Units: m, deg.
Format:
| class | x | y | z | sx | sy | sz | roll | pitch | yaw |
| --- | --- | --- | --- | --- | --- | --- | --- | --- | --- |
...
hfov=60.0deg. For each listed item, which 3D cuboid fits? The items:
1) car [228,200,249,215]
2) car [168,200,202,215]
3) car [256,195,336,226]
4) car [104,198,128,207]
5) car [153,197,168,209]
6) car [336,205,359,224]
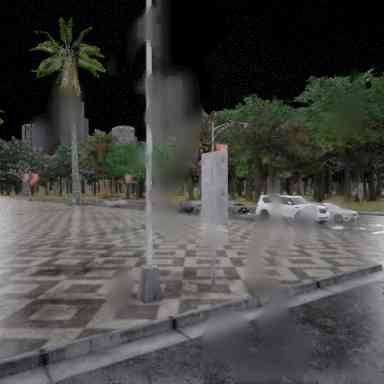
| class | x | y | z | sx | sy | sz | roll | pitch | yaw |
| --- | --- | --- | --- | --- | --- | --- | --- | --- | --- |
| car | 3.977 | 1.565 | 34.520 | 1.994 | 1.385 | 4.181 | 0 | 0 | -36 |
| car | 0.058 | 1.560 | 34.435 | 2.033 | 1.411 | 5.357 | 0 | 0 | -35 |
| car | 7.192 | 1.246 | 24.366 | 2.150 | 2.045 | 5.566 | 0 | 0 | -35 |
| car | -11.424 | 1.583 | 49.964 | 1.895 | 1.301 | 4.718 | 0 | 0 | -38 |
| car | -4.450 | 1.462 | 46.103 | 1.882 | 1.535 | 5.008 | 0 | 0 | -37 |
| car | 10.307 | 1.537 | 25.578 | 1.812 | 1.442 | 4.674 | 0 | 0 | -34 |
